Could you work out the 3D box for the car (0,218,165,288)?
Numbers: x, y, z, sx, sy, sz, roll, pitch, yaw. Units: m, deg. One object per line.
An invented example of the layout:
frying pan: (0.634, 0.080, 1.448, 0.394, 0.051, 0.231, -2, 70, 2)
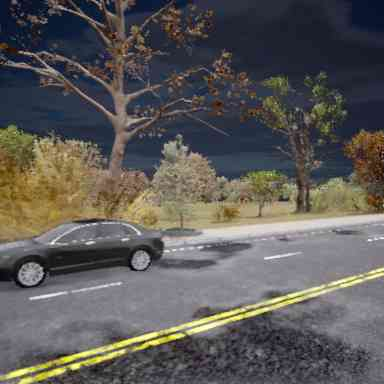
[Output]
car: (-3.107, 1.540, 9.428, 4.892, 1.490, 1.837, 0, 0, -35)
